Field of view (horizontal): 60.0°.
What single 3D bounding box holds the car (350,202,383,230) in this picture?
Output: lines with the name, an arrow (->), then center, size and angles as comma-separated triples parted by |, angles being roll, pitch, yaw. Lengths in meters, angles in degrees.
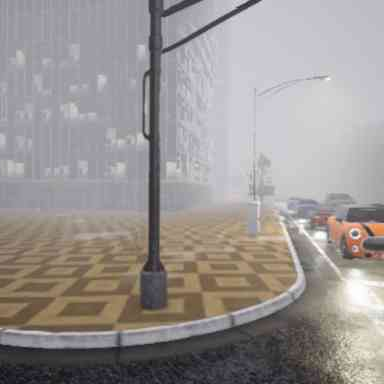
car -> 11.639, 1.434, 21.266 | 1.812, 1.442, 4.674 | 1, 0, 13

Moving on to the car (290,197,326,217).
car -> 9.981, 1.324, 28.889 | 1.882, 1.535, 5.008 | 1, 0, 12

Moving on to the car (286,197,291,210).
car -> 12.118, 1.286, 39.037 | 1.882, 1.535, 5.008 | 1, 0, 12

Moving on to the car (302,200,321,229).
car -> 8.085, 1.445, 20.192 | 1.994, 1.385, 4.181 | 1, 0, 14

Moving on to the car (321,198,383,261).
car -> 6.155, 1.265, 11.780 | 2.097, 1.767, 4.553 | 1, 0, 13

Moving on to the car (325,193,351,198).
car -> 13.839, 1.091, 31.380 | 2.150, 2.045, 5.566 | 1, 0, 12
